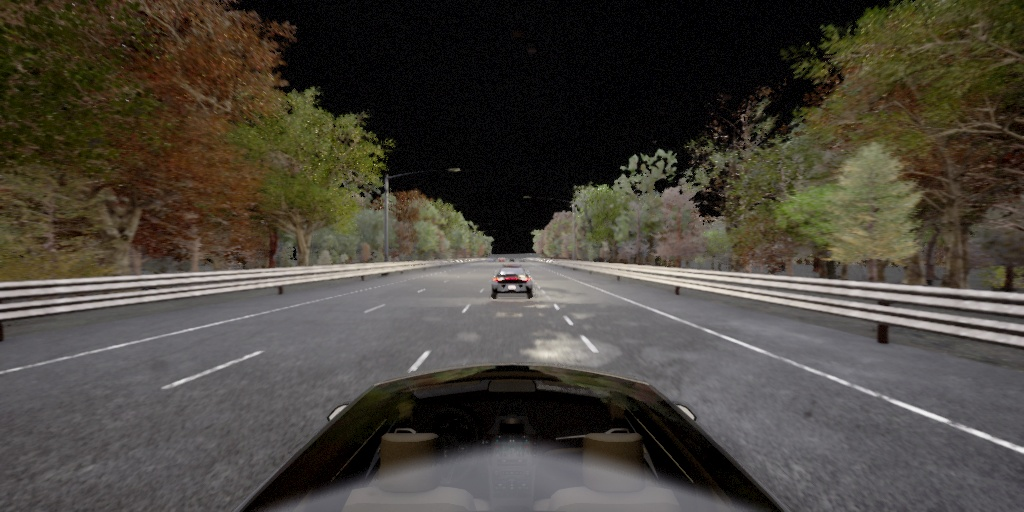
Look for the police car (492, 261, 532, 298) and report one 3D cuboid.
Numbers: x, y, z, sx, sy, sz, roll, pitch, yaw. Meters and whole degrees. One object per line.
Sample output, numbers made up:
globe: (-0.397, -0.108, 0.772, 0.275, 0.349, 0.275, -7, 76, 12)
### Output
police car: (0.006, 1.237, 18.767, 2.038, 1.542, 4.974, 0, 0, 0)
